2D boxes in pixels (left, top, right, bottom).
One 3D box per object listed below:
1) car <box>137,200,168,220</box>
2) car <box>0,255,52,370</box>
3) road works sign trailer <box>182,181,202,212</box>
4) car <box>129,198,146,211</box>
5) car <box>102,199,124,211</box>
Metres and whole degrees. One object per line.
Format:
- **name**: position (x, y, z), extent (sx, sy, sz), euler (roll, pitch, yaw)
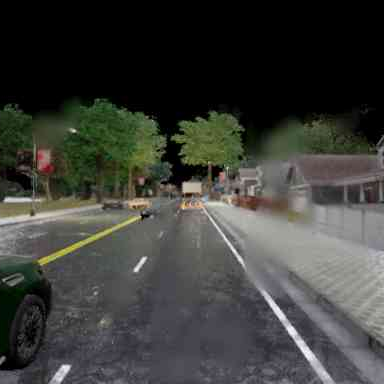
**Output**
- **car**: position (-3.147, 1.650, 28.352), extent (1.895, 1.301, 4.718), euler (0, 0, 0)
- **car**: position (-3.148, 1.231, 2.589), extent (2.150, 2.045, 5.566), euler (0, 0, 0)
- **road works sign trailer**: position (0.000, 0.516, 39.735), extent (2.380, 3.560, 2.880), euler (0, 0, 1)
- **car**: position (-6.580, 1.529, 41.795), extent (1.882, 1.535, 5.008), euler (0, 0, 0)
- **car**: position (-9.831, 1.599, 41.844), extent (2.033, 1.411, 5.357), euler (0, 0, 0)
